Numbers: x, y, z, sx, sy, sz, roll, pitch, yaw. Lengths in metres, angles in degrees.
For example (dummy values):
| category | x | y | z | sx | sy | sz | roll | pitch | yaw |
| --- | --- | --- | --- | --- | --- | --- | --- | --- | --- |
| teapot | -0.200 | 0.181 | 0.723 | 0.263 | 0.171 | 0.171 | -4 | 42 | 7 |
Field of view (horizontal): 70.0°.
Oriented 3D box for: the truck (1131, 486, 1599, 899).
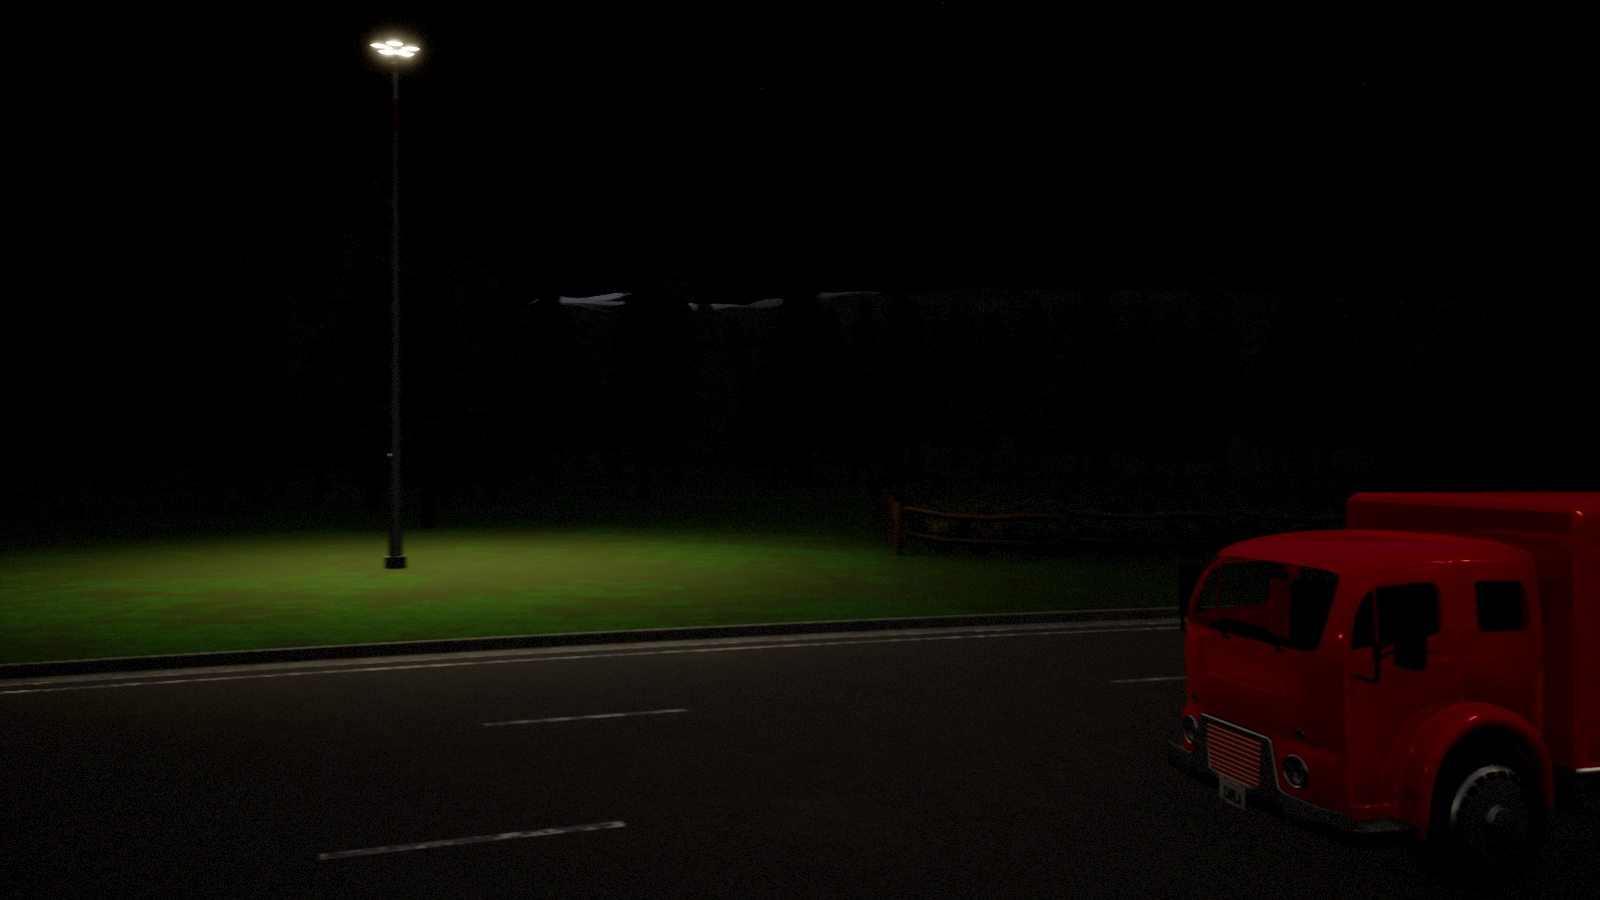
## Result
| category | x | y | z | sx | sy | sz | roll | pitch | yaw |
| --- | --- | --- | --- | --- | --- | --- | --- | --- | --- |
| truck | 5.520 | 1.561 | 8.618 | 5.204 | 2.467 | 2.627 | 0 | 0 | -15 |
